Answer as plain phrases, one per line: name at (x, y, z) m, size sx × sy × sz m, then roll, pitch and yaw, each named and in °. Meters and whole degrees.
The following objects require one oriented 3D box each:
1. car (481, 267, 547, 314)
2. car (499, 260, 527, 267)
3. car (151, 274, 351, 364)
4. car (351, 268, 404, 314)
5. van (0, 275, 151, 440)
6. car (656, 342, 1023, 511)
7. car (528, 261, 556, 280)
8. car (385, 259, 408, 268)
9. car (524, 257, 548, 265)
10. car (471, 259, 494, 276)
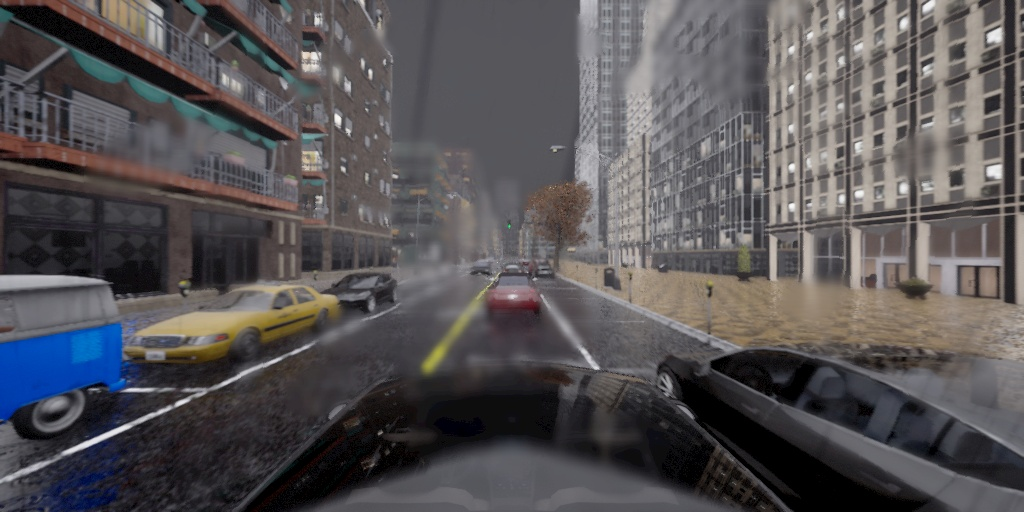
car at (0.073, 1.307, 13.791) m, size 1.994 × 1.385 × 4.181 m, roll 0°, pitch 0°, yaw 0°
car at (0.073, 1.266, 29.055) m, size 1.812 × 1.442 × 4.674 m, roll 0°, pitch 0°, yaw 0°
car at (-5.690, 1.271, 8.137) m, size 1.751 × 1.417 × 4.829 m, roll 0°, pitch 0°, yaw 0°
car at (-5.690, 1.309, 13.829) m, size 1.948 × 1.339 × 4.313 m, roll 0°, pitch 0°, yaw 0°
van at (-5.689, 1.090, 2.783) m, size 1.690 × 1.789 × 3.998 m, roll 0°, pitch 0°, yaw 0°
car at (2.692, 1.315, 2.783) m, size 1.948 × 1.339 × 4.313 m, roll 0°, pitch 0°, yaw 0°
car at (2.690, 1.306, 30.398) m, size 1.948 × 1.339 × 4.313 m, roll 0°, pitch 0°, yaw 0°
car at (-16.437, 1.080, 48.891) m, size 4.403 × 1.370 × 2.007 m, roll 0°, pitch 0°, yaw -1°
car at (2.690, 1.054, 35.921) m, size 2.192 × 1.841 × 5.009 m, roll 0°, pitch 0°, yaw 0°
car at (-3.047, 1.287, 36.843) m, size 2.033 × 1.411 × 5.357 m, roll 0°, pitch 0°, yaw 1°
